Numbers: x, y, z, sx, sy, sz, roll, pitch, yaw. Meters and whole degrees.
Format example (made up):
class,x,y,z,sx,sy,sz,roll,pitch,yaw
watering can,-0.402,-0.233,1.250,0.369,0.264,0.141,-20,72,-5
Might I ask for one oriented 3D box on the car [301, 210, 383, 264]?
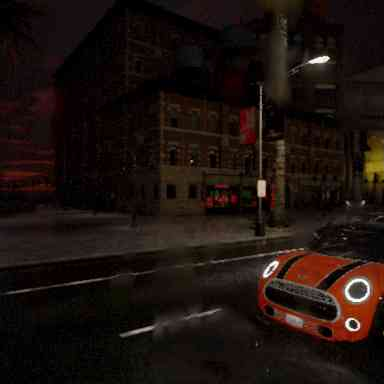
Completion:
class,x,y,z,sx,sy,sz,roll,pitch,yaw
car,6.707,1.573,13.037,4.902,1.511,2.128,0,0,-35

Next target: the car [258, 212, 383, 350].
class,x,y,z,sx,sy,sz,roll,pitch,yaw
car,3.400,1.392,6.405,4.553,1.767,2.097,0,0,-35
